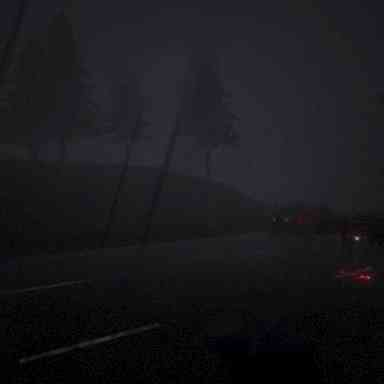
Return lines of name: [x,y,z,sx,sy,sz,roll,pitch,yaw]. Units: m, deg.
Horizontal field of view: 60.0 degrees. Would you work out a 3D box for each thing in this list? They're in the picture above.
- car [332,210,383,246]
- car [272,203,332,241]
car: [8.258,1.513,14.097,4.892,1.490,1.837,0,0,-36]
car: [6.186,1.363,16.918,4.553,1.767,2.097,0,0,-36]
